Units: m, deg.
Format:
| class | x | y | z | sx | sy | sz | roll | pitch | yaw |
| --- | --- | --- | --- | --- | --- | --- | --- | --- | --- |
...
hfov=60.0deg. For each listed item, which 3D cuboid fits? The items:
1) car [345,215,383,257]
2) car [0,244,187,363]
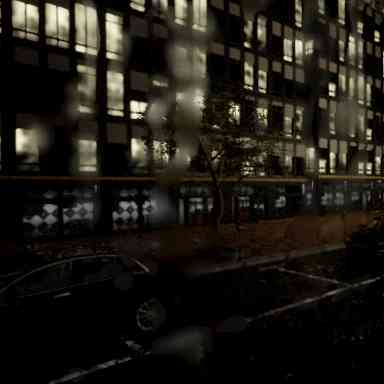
| class | x | y | z | sx | sy | sz | roll | pitch | yaw |
| --- | --- | --- | --- | --- | --- | --- | --- | --- | --- |
| car | 7.120 | 1.489 | 11.654 | 4.403 | 1.369 | 2.008 | 0 | 0 | -36 |
| car | -2.131 | 1.546 | 5.049 | 4.403 | 1.369 | 2.008 | 0 | 0 | -36 |
